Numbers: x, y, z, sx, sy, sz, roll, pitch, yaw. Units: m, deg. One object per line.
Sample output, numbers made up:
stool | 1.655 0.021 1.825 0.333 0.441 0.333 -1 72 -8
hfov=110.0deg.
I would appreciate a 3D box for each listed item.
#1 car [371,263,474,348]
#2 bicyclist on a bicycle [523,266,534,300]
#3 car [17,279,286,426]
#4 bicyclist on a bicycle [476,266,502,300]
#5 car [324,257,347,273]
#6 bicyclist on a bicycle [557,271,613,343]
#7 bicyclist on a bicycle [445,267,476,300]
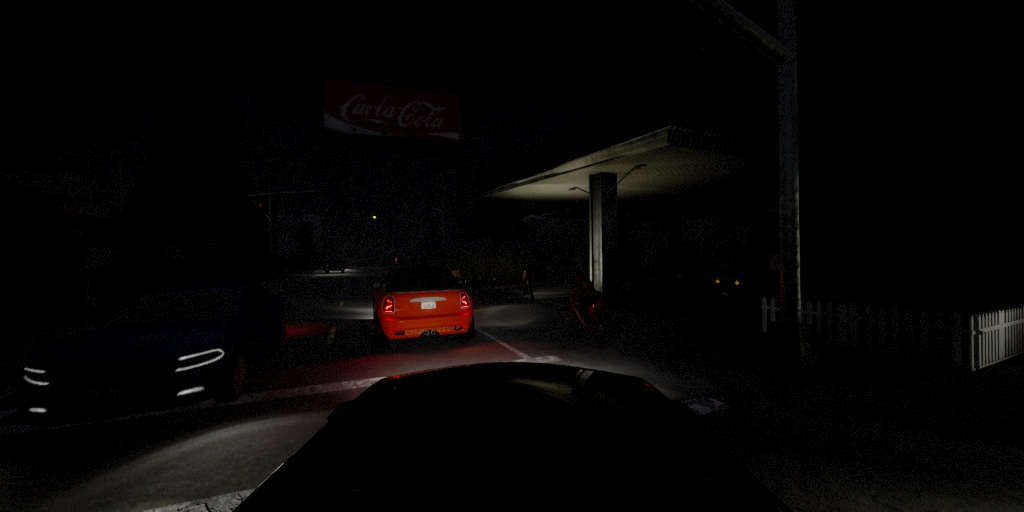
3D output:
car | -2.527 1.057 9.444 2.097 1.767 4.553 -1 0 -22
bicyclist on a bicycle | 0.824 1.332 17.861 0.582 1.620 1.656 -1 0 16
car | -5.226 1.203 6.038 1.882 1.535 5.008 -1 0 -23
bicyclist on a bicycle | -1.285 1.344 17.750 1.656 1.620 0.582 0 0 -21
car | -23.614 1.211 47.848 2.150 2.045 5.566 -1 0 -25
bicyclist on a bicycle | 1.719 1.199 8.651 0.582 1.620 1.656 3 -2 -42
bicyclist on a bicycle | -2.595 1.318 16.371 1.656 1.620 0.582 1 0 37
